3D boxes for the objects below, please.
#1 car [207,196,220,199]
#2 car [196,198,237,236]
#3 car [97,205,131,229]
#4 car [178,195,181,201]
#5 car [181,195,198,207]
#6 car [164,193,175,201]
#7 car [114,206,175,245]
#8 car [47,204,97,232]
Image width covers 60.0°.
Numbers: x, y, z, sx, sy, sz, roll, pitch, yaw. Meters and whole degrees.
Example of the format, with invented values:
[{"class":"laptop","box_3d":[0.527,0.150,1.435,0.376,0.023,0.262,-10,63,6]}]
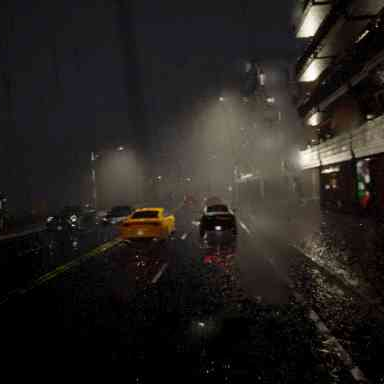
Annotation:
[{"class":"car","box_3d":[2.505,1.195,37.676,1.882,1.535,5.008,-4,2,3]},{"class":"car","box_3d":[1.372,1.374,17.792,1.837,1.490,4.892,-3,1,4]},{"class":"car","box_3d":[-4.898,1.694,23.741,1.812,1.442,4.674,-3,0,4]},{"class":"car","box_3d":[-2.450,1.476,84.317,1.895,1.301,4.718,-3,0,2]},{"class":"car","box_3d":[-0.167,1.329,49.845,1.882,1.535,5.008,-3,0,2]},{"class":"car","box_3d":[-5.711,1.272,84.475,2.150,2.045,5.566,-3,0,2]},{"class":"car","box_3d":[-1.971,1.521,16.190,1.882,1.535,5.008,-3,0,4]},{"class":"car","box_3d":[-8.203,1.690,23.140,2.097,1.767,4.553,-3,0,4]}]
